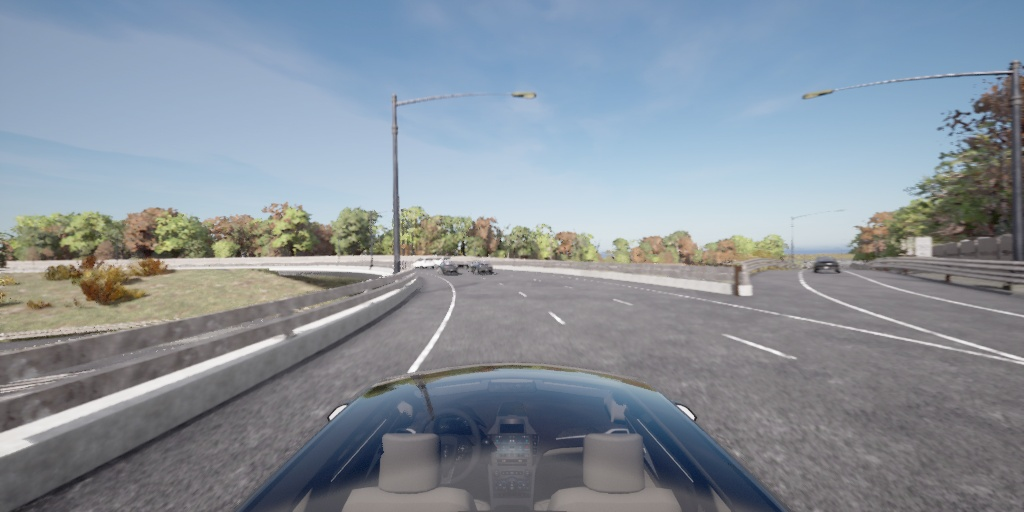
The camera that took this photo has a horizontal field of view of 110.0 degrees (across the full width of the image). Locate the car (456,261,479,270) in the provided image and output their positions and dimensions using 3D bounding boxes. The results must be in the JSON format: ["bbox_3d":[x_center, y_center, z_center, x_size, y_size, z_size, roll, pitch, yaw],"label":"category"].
[{"bbox_3d":[-7.201,1.494,57.269,1.895,1.301,4.718,-1,0,-31],"label":"car"}]

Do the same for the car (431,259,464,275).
[{"bbox_3d":[-7.588,1.387,41.784,2.128,1.511,4.902,-1,0,-22],"label":"car"}]

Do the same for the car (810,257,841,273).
[{"bbox_3d":[29.726,0.822,34.026,1.837,1.490,4.892,-1,-1,39],"label":"car"}]

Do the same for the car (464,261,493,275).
[{"bbox_3d":[-3.567,1.314,41.102,2.128,1.511,4.902,-1,0,-20],"label":"car"}]
